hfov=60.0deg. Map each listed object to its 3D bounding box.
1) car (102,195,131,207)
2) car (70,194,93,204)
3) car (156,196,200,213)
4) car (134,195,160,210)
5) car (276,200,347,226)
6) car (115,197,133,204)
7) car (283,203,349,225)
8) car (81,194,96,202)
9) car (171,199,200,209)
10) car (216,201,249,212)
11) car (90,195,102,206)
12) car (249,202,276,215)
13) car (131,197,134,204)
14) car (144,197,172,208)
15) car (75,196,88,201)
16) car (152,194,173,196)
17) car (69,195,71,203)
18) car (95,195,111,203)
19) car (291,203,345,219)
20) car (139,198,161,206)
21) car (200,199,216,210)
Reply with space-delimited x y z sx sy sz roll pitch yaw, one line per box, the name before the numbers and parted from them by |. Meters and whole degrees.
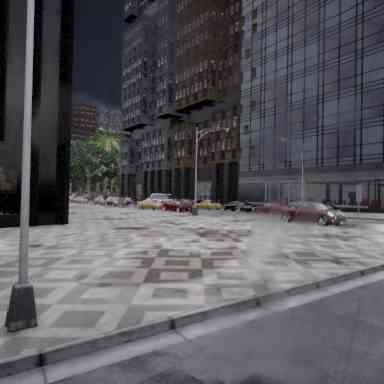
car | -11.133 1.385 48.632 1.967 1.590 4.097 2 -1 -35
car | -20.592 1.472 61.899 1.752 1.417 4.829 2 -1 -35
car | -1.579 1.481 35.225 1.887 1.381 4.507 2 -1 -35
car | -4.665 1.465 39.555 1.752 1.417 4.829 2 -1 -35
car | 7.962 1.367 21.847 1.967 1.590 4.097 2 -1 -37
car | -13.747 1.735 66.975 1.947 1.339 4.313 2 -1 -35
car | 9.153 1.560 24.755 1.994 1.385 4.181 2 -1 -35
car | -26.481 1.483 84.850 2.192 1.841 5.009 2 -1 -35
car | -1.006 1.717 49.103 2.008 1.369 4.403 2 -1 -35
car | 5.363 1.726 40.167 1.947 1.339 4.313 2 -1 -35
car | -14.321 1.528 53.099 1.802 1.307 4.206 2 -1 -35
car | 8.548 1.738 35.699 1.802 1.307 4.206 2 -1 -35
car | -11.245 1.623 58.710 1.812 1.442 4.674 2 -1 -35
car | -5.171 1.588 50.263 2.128 1.511 4.902 2 -1 -35
car | -29.769 1.693 89.453 1.752 1.417 4.829 2 -1 -35
car | -3.434 1.232 42.445 2.150 2.045 5.566 2 -1 -35
car | -23.875 1.386 66.507 1.967 1.590 4.097 2 -1 -35
car | -20.289 1.512 75.515 2.097 1.767 4.553 2 -1 -35
car | 11.733 1.719 31.232 1.947 1.339 4.313 2 -1 -35
car | -7.376 1.721 58.040 2.008 1.369 4.403 2 -1 -35
car | 2.080 1.688 44.774 1.752 1.417 4.829 2 -1 -35
